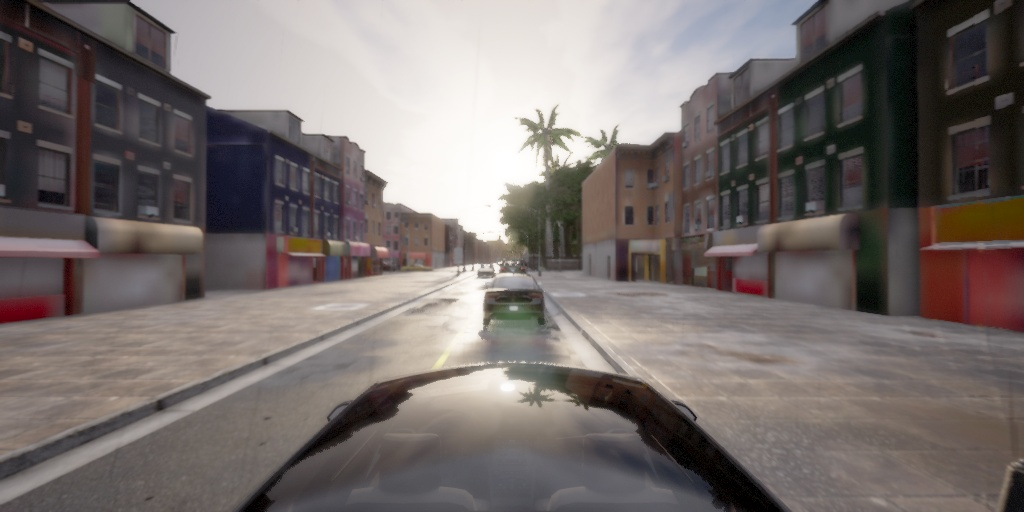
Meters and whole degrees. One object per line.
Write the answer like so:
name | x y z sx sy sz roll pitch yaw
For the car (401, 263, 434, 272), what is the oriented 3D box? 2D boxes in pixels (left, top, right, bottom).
car | -14.449 1.805 54.933 4.829 1.417 1.751 0 0 0

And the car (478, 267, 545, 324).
car | 0.065 1.324 12.486 1.882 1.535 5.008 0 0 0

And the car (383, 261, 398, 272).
car | -20.071 1.609 54.925 5.009 1.841 2.192 0 0 0

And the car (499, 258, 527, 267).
car | 0.076 1.223 29.714 2.150 2.045 5.566 0 -1 0

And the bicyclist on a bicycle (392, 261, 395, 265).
bicyclist on a bicycle | -20.155 1.657 60.579 0.582 1.620 1.656 0 0 0

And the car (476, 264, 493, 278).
car | -2.825 1.650 40.014 2.033 1.411 5.357 0 -1 0
